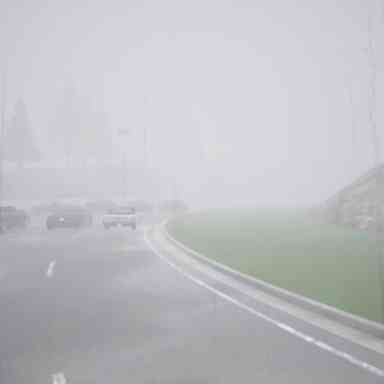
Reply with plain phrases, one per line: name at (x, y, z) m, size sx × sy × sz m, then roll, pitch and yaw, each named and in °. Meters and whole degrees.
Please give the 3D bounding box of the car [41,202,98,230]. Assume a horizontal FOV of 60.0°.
car at (-7.698, 1.567, 21.338) m, size 1.994 × 1.385 × 4.181 m, roll 0°, pitch 0°, yaw -3°

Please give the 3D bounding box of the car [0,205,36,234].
car at (-11.074, 1.506, 19.255) m, size 1.837 × 1.490 × 4.892 m, roll 0°, pitch 0°, yaw -6°

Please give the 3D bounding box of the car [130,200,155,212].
car at (-5.637, 1.571, 35.991) m, size 1.994 × 1.385 × 4.181 m, roll 0°, pitch 0°, yaw 18°

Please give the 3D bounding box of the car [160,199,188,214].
car at (-1.894, 1.511, 36.228) m, size 1.837 × 1.490 × 4.892 m, roll 0°, pitch -1°, yaw 20°

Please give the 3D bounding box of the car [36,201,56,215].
car at (-13.816, 1.606, 33.630) m, size 1.895 × 1.301 × 4.718 m, roll 0°, pitch 0°, yaw 12°

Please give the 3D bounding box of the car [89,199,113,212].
car at (-9.489, 1.510, 35.324) m, size 1.837 × 1.490 × 4.892 m, roll 0°, pitch -1°, yaw 15°

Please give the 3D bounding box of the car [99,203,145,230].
car at (-4.329, 1.605, 21.362) m, size 1.895 × 1.301 × 4.718 m, roll 0°, pitch 0°, yaw -3°
